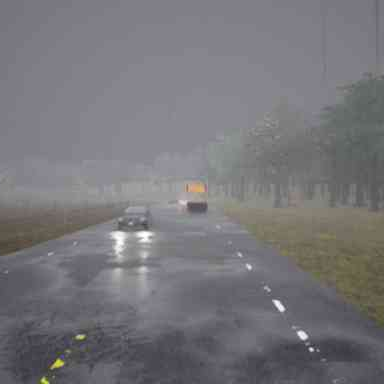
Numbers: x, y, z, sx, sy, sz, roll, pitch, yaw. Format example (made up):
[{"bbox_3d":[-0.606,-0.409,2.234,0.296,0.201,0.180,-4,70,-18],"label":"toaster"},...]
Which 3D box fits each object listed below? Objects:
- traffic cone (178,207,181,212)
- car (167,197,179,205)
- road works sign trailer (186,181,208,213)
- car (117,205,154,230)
[{"bbox_3d":[-1.497,2.091,39.887,0.340,0.580,0.340,0,0,0],"label":"traffic cone"},{"bbox_3d":[-3.537,1.699,63.060,1.837,1.490,4.892,0,0,0],"label":"car"},{"bbox_3d":[0.523,1.055,36.342,2.380,3.560,2.880,0,45,4],"label":"road works sign trailer"},{"bbox_3d":[-3.604,1.607,21.963,1.812,1.442,4.674,0,0,0],"label":"car"}]
